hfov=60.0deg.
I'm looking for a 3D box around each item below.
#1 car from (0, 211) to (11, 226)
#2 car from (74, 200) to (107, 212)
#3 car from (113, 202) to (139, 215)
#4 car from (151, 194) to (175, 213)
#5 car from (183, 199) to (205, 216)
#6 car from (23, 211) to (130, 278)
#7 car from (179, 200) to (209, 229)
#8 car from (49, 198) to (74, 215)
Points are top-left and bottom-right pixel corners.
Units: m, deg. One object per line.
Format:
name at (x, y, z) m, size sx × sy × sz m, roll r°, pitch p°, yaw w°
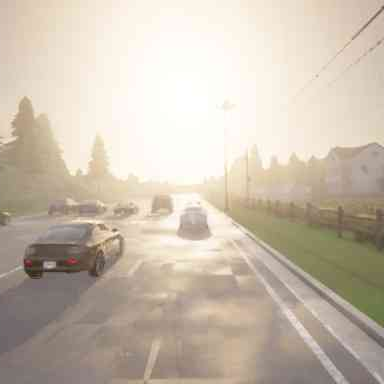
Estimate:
car at (-13.878, 1.638, 21.883) m, size 1.837 × 1.490 × 4.892 m, roll -1°, pitch 0°, yaw 1°
car at (-10.212, 1.574, 34.579) m, size 1.882 × 1.535 × 5.008 m, roll -1°, pitch 0°, yaw 0°
car at (-6.712, 1.663, 34.520) m, size 1.895 × 1.301 × 4.718 m, roll -1°, pitch 0°, yaw 0°
car at (-3.200, 1.248, 37.062) m, size 2.150 × 2.045 × 5.566 m, roll -1°, pitch 0°, yaw 0°
car at (0.215, 1.541, 34.210) m, size 2.033 × 1.411 × 5.357 m, roll -1°, pitch 0°, yaw 1°
car at (-3.358, 1.558, 10.181) m, size 1.812 × 1.442 × 4.674 m, roll -1°, pitch 0°, yaw 0°
car at (0.117, 1.522, 21.743) m, size 1.812 × 1.442 × 4.674 m, roll -1°, pitch 0°, yaw 1°
car at (-13.754, 1.483, 36.284) m, size 2.097 × 1.767 × 4.553 m, roll -1°, pitch 0°, yaw 1°
